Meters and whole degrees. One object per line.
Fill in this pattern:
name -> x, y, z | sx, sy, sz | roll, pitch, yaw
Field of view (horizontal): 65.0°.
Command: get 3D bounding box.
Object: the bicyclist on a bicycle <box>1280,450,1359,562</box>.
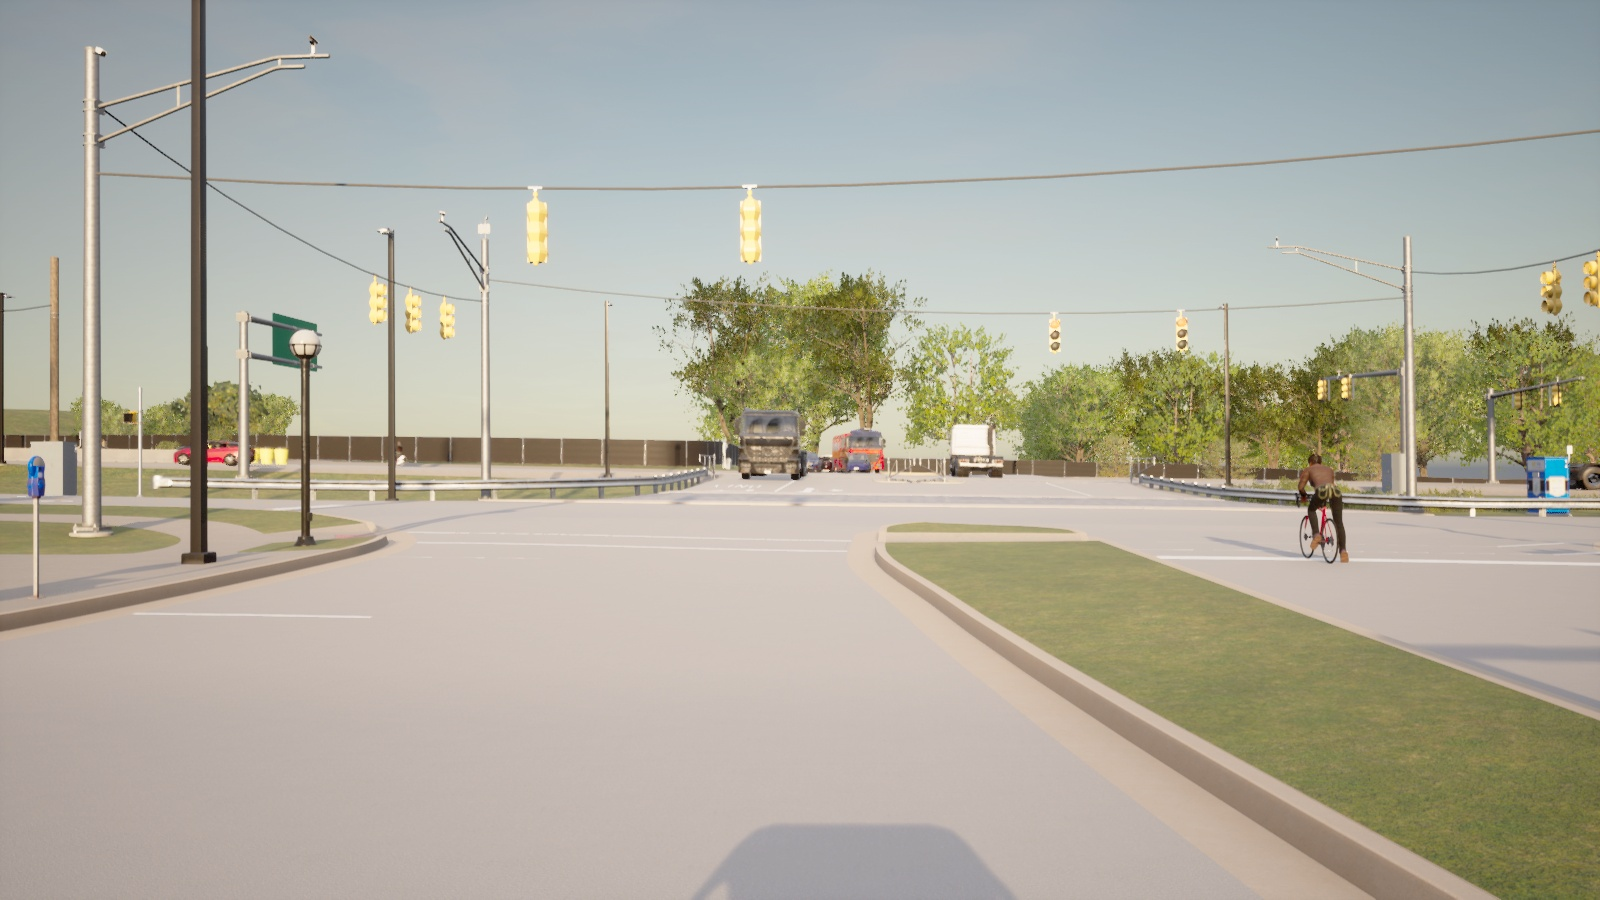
bicyclist on a bicycle -> 7.829, 0.818, 18.989 | 0.582, 1.620, 1.656 | 0, -1, 4

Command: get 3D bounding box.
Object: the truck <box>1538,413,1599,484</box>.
truck -> 41.510, -0.025, 62.368 | 7.936, 3.462, 2.891 | 0, -1, 4

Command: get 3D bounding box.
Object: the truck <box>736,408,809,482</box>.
truck -> -1.256, -0.332, 62.537 | 2.891, 3.462, 7.936 | 0, 1, 4

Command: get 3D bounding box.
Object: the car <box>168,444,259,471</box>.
car -> -34.823, 0.443, 74.619 | 4.514, 1.525, 2.007 | 0, -1, 4

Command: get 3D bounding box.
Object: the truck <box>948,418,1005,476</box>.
truck -> 11.020, -0.113, 79.043 | 2.891, 3.462, 7.936 | 1, -1, 3

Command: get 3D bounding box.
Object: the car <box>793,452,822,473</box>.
car -> 0.563, 0.896, 90.035 | 1.812, 1.442, 4.674 | 0, -1, 4

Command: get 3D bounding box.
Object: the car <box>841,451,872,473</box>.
car -> 4.096, 0.870, 90.449 | 2.163, 1.488, 4.792 | 0, -1, 4
